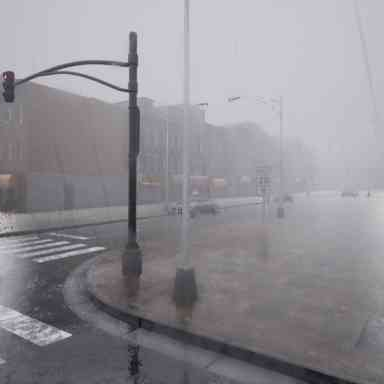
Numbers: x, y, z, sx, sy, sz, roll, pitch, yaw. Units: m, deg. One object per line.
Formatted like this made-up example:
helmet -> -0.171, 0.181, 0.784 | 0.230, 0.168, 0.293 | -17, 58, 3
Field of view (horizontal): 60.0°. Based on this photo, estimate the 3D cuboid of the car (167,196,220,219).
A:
car -> 0.166, 1.001, 22.773 | 1.994, 1.385, 4.181 | 0, 2, 36

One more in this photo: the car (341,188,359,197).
car -> 24.996, 0.090, 52.515 | 2.033, 1.411, 5.357 | 0, 2, 35

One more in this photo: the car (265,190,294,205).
car -> 9.483, 0.524, 35.821 | 2.128, 1.511, 4.902 | 0, 2, 36
